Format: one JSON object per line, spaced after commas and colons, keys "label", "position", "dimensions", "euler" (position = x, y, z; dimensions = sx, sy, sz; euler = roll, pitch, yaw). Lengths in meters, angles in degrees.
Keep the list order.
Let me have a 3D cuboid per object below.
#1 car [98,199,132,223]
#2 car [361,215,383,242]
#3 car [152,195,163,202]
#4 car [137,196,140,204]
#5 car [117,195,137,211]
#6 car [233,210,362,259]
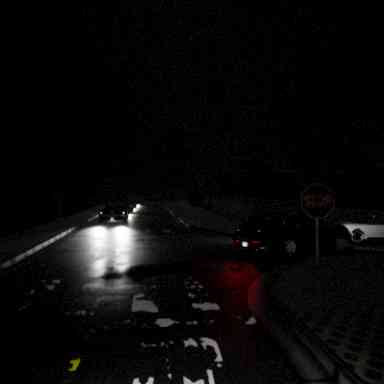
{"label": "car", "position": [-5.579, 1.451, 24.166], "dimensions": [1.895, 1.301, 4.718], "euler": [0, 0, -8]}
{"label": "car", "position": [8.885, 1.738, 15.977], "dimensions": [4.718, 1.301, 1.895], "euler": [1, -2, -6]}
{"label": "car", "position": [-7.077, 1.256, 67.580], "dimensions": [1.812, 1.442, 4.674], "euler": [0, 0, 2]}
{"label": "car", "position": [-8.186, 1.219, 43.291], "dimensions": [1.882, 1.535, 5.008], "euler": [0, 0, -8]}
{"label": "car", "position": [-6.861, 1.293, 33.456], "dimensions": [1.837, 1.490, 4.892], "euler": [0, 0, -7]}
{"label": "car", "position": [3.706, 1.436, 11.941], "dimensions": [4.892, 1.490, 1.837], "euler": [1, -6, -34]}
